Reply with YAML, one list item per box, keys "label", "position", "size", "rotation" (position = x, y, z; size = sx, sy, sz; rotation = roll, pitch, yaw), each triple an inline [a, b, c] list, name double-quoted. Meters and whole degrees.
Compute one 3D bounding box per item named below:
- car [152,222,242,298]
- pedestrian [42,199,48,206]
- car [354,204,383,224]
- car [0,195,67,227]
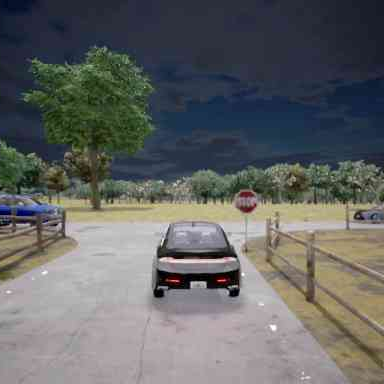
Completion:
- label: "car"
  position: [0.049, 1.504, 8.545]
  size: [2.128, 1.511, 4.902]
  rotation: [0, 0, -2]
- label: "pedestrian"
  position: [-12.115, 1.433, 27.076]
  size: [0.375, 1.860, 0.375]
  rotation: [0, -1, 0]
- label: "car"
  position: [13.995, 1.565, 23.992]
  size: [4.181, 1.385, 1.994]
  rotation: [0, -1, 1]
- label: "car"
  position: [-10.808, 1.229, 20.795]
  size: [5.566, 2.045, 2.150]
  rotation: [0, -2, 5]
